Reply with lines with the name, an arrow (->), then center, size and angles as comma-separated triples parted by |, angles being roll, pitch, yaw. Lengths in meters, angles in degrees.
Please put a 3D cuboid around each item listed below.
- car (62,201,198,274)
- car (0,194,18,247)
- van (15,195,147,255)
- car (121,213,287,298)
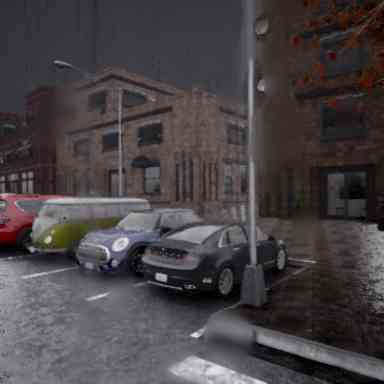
car -> -1.282, 1.321, 10.383 | 2.185, 1.767, 4.553 | 1, 0, 38
car -> -5.616, 1.148, 13.771 | 2.435, 2.045, 5.566 | 1, 0, 38
van -> -3.542, 1.197, 11.967 | 1.878, 1.987, 4.442 | 1, 0, 38
car -> 0.862, 1.469, 8.654 | 2.231, 1.521, 4.892 | 1, 0, 38
